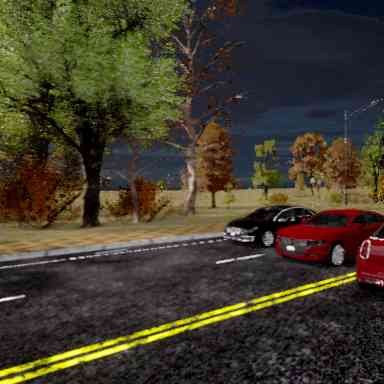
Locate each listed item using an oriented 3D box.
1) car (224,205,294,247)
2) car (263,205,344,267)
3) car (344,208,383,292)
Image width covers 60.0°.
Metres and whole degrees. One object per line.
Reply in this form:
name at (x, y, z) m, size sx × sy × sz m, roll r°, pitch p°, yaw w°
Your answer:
car at (3.567, 1.319, 13.967) m, size 4.892 × 1.490 × 1.837 m, roll -1°, pitch 1°, yaw -34°
car at (4.915, 1.313, 10.962) m, size 5.008 × 1.535 × 1.882 m, roll -1°, pitch 1°, yaw -34°
car at (5.695, 1.220, 7.323) m, size 4.553 × 1.767 × 2.097 m, roll -1°, pitch 1°, yaw -34°
